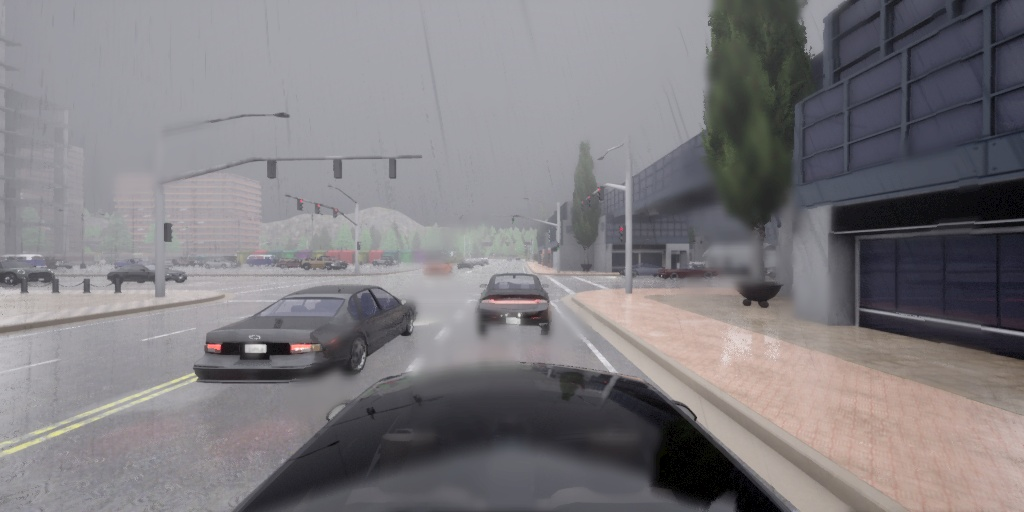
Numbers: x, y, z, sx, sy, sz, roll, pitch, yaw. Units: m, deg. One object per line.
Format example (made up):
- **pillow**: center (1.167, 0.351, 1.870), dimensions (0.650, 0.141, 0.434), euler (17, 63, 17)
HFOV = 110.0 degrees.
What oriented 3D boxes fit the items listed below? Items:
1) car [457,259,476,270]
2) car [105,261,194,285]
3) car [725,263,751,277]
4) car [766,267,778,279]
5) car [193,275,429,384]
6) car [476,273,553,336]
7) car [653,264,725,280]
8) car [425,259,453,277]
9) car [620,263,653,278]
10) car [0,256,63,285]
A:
- **car**: center (-7.081, 1.351, 54.508), dimensions (1.895, 1.301, 4.718), euler (0, 0, 2)
- **car**: center (-26.030, 1.276, 25.626), dimensions (4.674, 1.442, 1.812), euler (0, 0, 0)
- **car**: center (21.037, 1.351, 33.569), dimensions (4.718, 1.301, 1.895), euler (0, 0, 0)
- **car**: center (24.095, 1.241, 30.055), dimensions (4.902, 1.511, 2.128), euler (0, 0, 0)
- **car**: center (-3.437, 1.297, 7.352), dimensions (2.033, 1.411, 5.357), euler (0, 0, 0)
- **car**: center (0.068, 1.242, 10.382), dimensions (2.128, 1.511, 4.902), euler (0, 0, 0)
- **car**: center (14.765, 1.351, 30.093), dimensions (4.718, 1.301, 1.895), euler (0, 0, 0)
- **car**: center (-7.175, 1.101, 35.650), dimensions (2.097, 1.767, 4.553), euler (0, 0, 0)
- **car**: center (12.276, 1.314, 33.602), dimensions (4.181, 1.385, 1.994), euler (0, 0, 0)
- **car**: center (-35.852, 1.102, 25.599), dimensions (4.553, 1.767, 2.097), euler (0, 0, 0)
